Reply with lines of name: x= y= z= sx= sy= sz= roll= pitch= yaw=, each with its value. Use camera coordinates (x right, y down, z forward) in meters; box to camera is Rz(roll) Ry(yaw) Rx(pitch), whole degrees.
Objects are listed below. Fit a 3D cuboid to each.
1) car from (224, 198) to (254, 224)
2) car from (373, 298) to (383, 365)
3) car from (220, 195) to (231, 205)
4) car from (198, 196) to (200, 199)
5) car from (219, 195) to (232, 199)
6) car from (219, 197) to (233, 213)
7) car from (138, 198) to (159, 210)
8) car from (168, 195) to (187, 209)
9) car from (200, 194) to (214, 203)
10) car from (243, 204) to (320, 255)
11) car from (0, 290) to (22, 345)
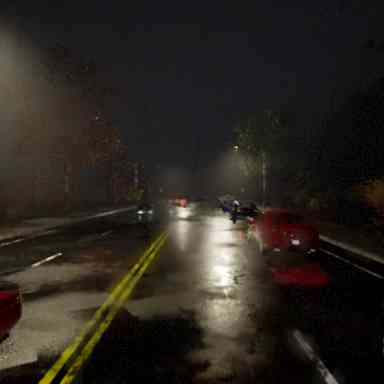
car: x=3.710 y=1.443 z=24.100 sx=2.128 sy=1.511 sz=4.902 roll=0 pitch=0 yaw=2
car: x=3.255 y=1.428 z=2.256 sx=2.033 sy=1.649 sz=4.856 roll=0 pitch=0 yaw=0
car: x=5.662 y=1.321 z=56.812 sx=1.882 sy=1.535 sz=5.008 roll=0 pitch=0 yaw=5
car: x=3.647 y=1.237 z=88.868 sx=2.033 sy=1.411 sz=5.357 roll=0 pitch=0 yaw=-32
car: x=4.840 y=1.237 z=45.888 sx=2.097 sy=1.767 sz=4.553 roll=0 pitch=0 yaw=4
car: x=4.192 y=1.485 z=35.013 sx=1.994 sy=1.385 sz=4.181 roll=0 pitch=0 yaw=3
car: x=-5.317 y=1.450 z=41.069 sx=2.033 sy=1.411 sz=5.357 roll=0 pitch=0 yaw=3
car: x=-1.848 y=1.243 z=44.166 sx=2.097 sy=1.767 sz=4.553 roll=0 pitch=0 yaw=4
car: x=3.216 y=1.409 z=66.381 sx=1.895 sy=1.301 sz=4.718 roll=0 pitch=0 yaw=6
car: x=3.398 y=1.453 z=13.180 sx=1.882 sy=1.535 sz=5.008 roll=0 pitch=0 yaw=1
car: x=-3.324 y=1.595 z=2.417 sx=1.895 sy=1.301 sz=4.718 roll=0 pitch=0 yaw=0
